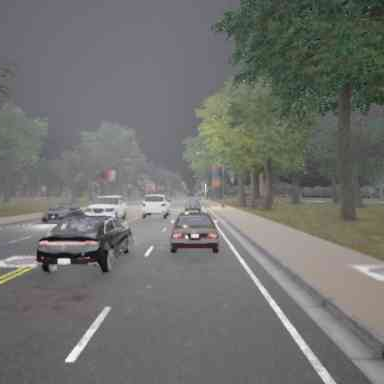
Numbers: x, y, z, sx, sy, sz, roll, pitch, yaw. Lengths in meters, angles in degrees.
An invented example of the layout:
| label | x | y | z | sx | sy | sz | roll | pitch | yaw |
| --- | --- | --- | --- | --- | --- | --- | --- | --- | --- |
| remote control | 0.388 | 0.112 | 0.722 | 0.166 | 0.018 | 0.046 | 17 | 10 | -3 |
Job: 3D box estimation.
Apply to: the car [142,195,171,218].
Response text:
| label | x | y | z | sx | sy | sz | roll | pitch | yaw |
| --- | --- | --- | --- | --- | --- | --- | --- | --- | --- |
| car | -3.152 | 1.248 | 30.082 | 2.150 | 2.045 | 5.566 | 0 | 0 | 0 |

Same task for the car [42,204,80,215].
| label | x | y | z | sx | sy | sz | roll | pitch | yaw |
| --- | --- | --- | --- | --- | --- | --- | --- | --- | --- |
| car | -9.755 | 1.580 | 25.325 | 1.994 | 1.385 | 4.181 | 0 | 0 | 0 |

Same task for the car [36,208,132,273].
| label | x | y | z | sx | sy | sz | roll | pitch | yaw |
| --- | --- | --- | --- | --- | --- | --- | --- | --- | --- |
| car | -3.149 | 1.492 | 10.612 | 2.128 | 1.511 | 4.902 | 0 | 0 | 0 |

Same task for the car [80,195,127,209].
| label | x | y | z | sx | sy | sz | roll | pitch | yaw |
| --- | --- | --- | --- | --- | --- | --- | --- | --- | --- |
| car | -6.501 | 1.277 | 25.697 | 2.150 | 2.045 | 5.566 | 0 | 0 | 0 |

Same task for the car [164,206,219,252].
| label | x | y | z | sx | sy | sz | roll | pitch | yaw |
| --- | --- | --- | --- | --- | --- | --- | --- | --- | --- |
| car | 0.100 | 1.549 | 13.899 | 2.033 | 1.411 | 5.357 | 0 | 0 | 0 |

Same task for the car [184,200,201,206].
| label | x | y | z | sx | sy | sz | roll | pitch | yaw |
| --- | --- | --- | --- | --- | --- | --- | --- | --- | --- |
| car | 0.097 | 1.607 | 38.568 | 2.033 | 1.411 | 5.357 | 0 | 0 | 0 |
